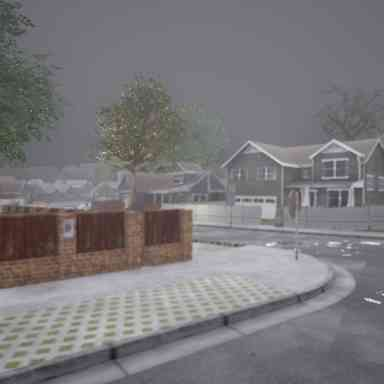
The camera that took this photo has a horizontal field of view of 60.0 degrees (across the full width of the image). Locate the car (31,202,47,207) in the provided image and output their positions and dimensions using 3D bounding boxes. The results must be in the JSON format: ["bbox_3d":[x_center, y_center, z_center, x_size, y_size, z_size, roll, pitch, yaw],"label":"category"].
[{"bbox_3d":[-21.604,2.138,46.930,1.882,1.535,5.008,1,-1,-28],"label":"car"}]

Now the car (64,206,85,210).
[{"bbox_3d":[-10.987,1.952,30.739,1.994,1.385,4.181,1,-1,-38],"label":"car"}]
